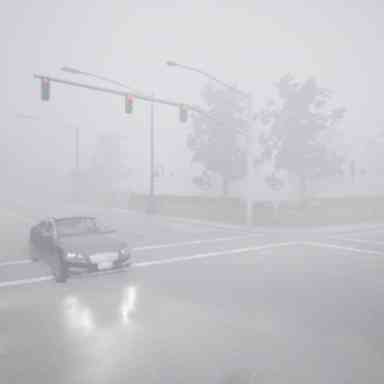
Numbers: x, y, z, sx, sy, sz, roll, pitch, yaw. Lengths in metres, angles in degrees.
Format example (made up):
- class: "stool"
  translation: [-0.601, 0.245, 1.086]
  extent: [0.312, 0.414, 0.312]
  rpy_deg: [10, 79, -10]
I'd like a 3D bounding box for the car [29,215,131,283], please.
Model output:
- class: "car"
  translation: [-3.504, 1.471, 9.902]
  extent: [2.128, 1.511, 4.902]
  rpy_deg: [0, 0, -36]
